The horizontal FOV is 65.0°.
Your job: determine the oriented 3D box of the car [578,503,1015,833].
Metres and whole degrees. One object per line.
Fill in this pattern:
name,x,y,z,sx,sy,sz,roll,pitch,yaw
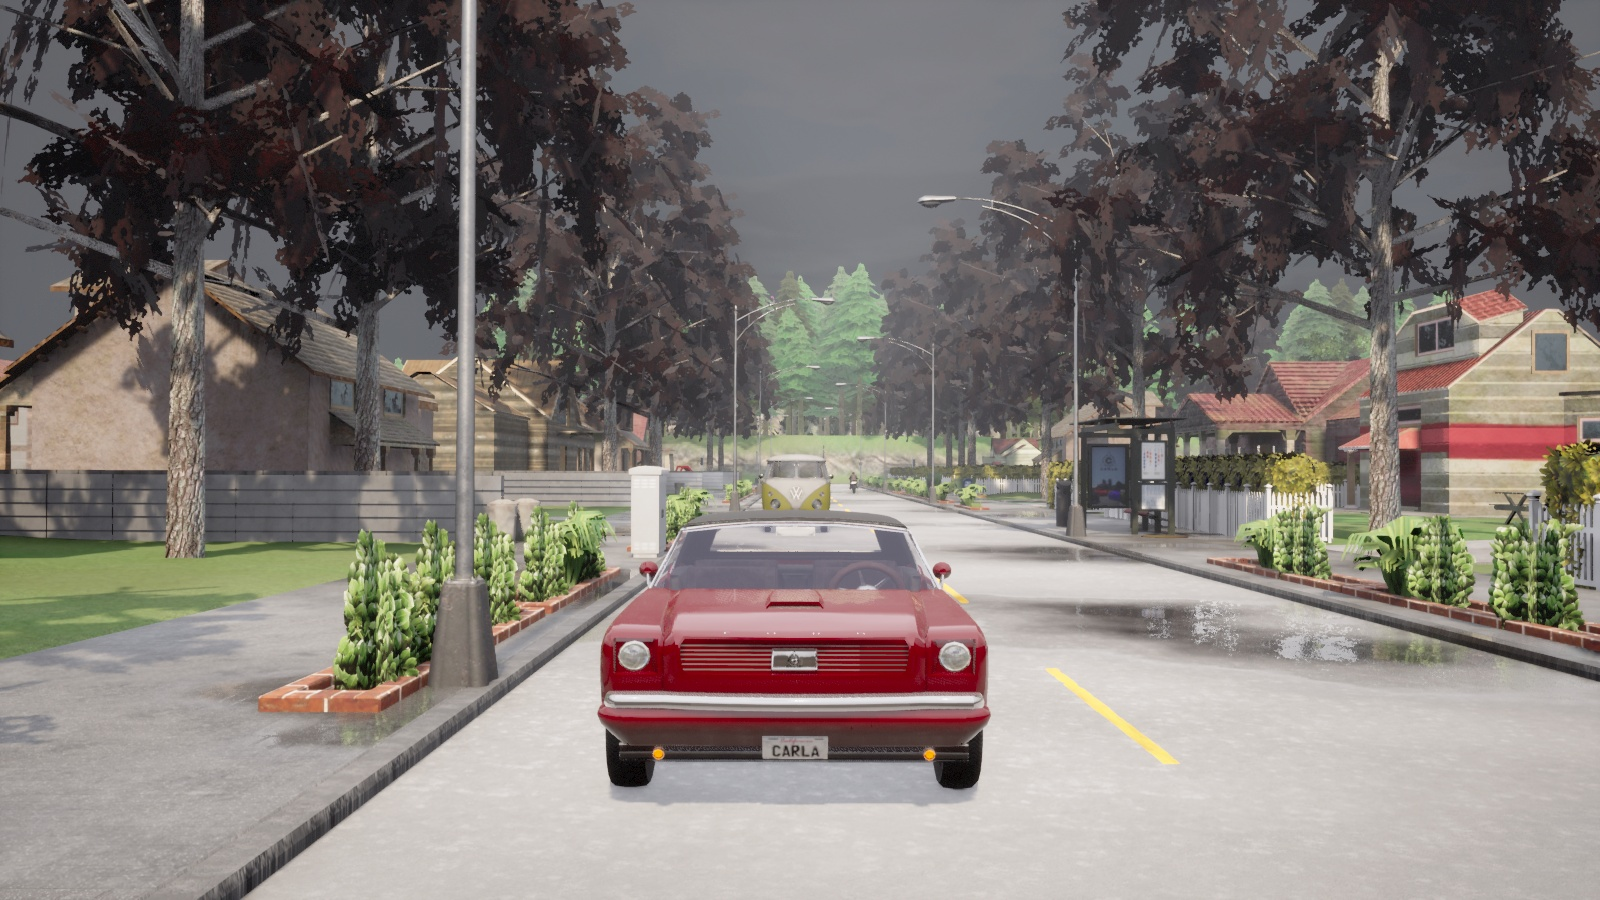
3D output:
car,-0.021,1.046,7.809,1.895,1.301,4.718,0,-1,0

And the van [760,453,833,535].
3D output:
van,-0.090,1.119,32.913,1.775,1.987,4.442,0,-1,0
